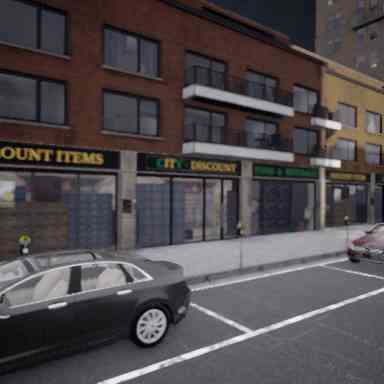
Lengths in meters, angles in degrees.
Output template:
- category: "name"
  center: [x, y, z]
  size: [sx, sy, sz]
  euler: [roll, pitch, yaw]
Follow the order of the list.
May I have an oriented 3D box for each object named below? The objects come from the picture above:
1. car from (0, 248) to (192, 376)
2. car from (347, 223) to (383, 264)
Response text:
- category: "car"
  center: [-2.057, 1.559, 4.720]
  size: [4.403, 1.369, 2.008]
  euler: [1, 0, -36]
- category: "car"
  center: [6.924, 1.678, 11.136]
  size: [4.206, 1.307, 1.802]
  euler: [1, 0, -36]
